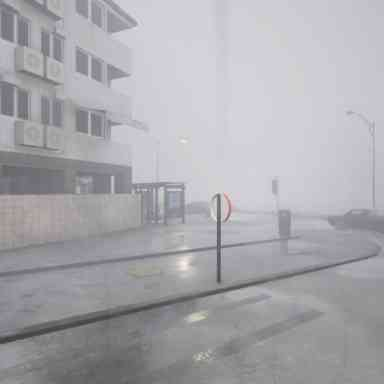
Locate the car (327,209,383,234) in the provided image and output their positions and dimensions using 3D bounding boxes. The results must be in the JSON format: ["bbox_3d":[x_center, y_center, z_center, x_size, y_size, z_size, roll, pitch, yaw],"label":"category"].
[{"bbox_3d":[9.724,1.601,17.796,1.895,1.301,4.718,0,0,-24],"label":"car"}]

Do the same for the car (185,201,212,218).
[{"bbox_3d":[1.149,1.547,30.969,2.033,1.411,5.357,0,0,-35],"label":"car"}]
